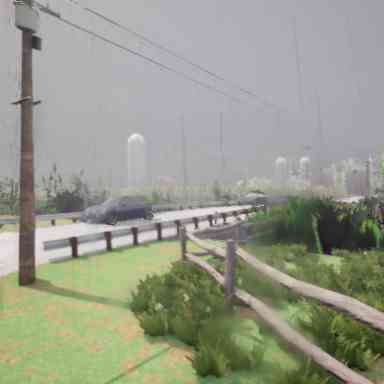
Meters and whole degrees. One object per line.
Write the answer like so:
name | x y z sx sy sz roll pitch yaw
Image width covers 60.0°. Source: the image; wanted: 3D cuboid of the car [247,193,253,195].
car | 6.642 0.829 35.726 1.812 1.442 4.674 0 0 37

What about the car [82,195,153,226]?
car | -4.567 1.034 20.827 2.097 1.767 4.553 0 2 37
